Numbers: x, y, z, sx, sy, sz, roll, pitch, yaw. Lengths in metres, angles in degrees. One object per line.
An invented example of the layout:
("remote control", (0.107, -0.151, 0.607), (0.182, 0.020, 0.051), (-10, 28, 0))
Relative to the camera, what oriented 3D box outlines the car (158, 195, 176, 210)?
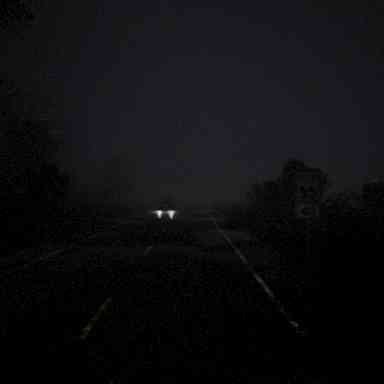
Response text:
("car", (-3.470, 1.420, 46.907), (2.150, 2.045, 5.566), (0, 0, 0))
